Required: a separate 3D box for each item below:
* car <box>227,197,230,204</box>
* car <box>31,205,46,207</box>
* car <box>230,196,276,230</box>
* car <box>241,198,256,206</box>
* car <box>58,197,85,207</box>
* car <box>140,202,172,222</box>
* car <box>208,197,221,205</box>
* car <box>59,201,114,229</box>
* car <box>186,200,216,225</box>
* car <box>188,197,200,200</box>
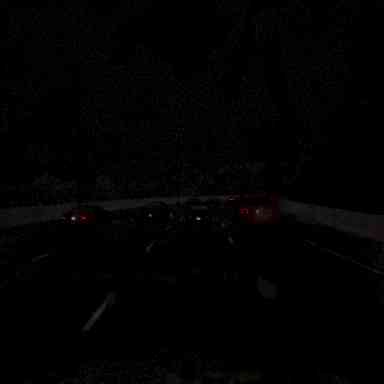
[{"bbox_3d":[7.899,1.551,62.202,2.128,1.511,4.902,0,0,18],"label":"car"},{"bbox_3d":[-23.551,1.600,52.821,2.033,1.411,5.357,0,0,12],"label":"car"},{"bbox_3d":[3.888,1.242,21.264,2.150,2.045,5.566,0,0,3],"label":"car"},{"bbox_3d":[9.762,1.655,56.990,1.895,1.301,4.718,0,0,17],"label":"car"},{"bbox_3d":[-19.638,1.563,54.329,1.837,1.490,4.892,0,0,13],"label":"car"},{"bbox_3d":[-2.762,1.503,26.295,1.882,1.535,5.008,0,0,5],"label":"car"},{"bbox_3d":[4.066,1.623,61.496,1.994,1.385,4.181,0,0,18],"label":"car"},{"bbox_3d":[-6.686,1.569,21.649,2.033,1.411,5.357,0,0,3],"label":"car"},{"bbox_3d":[0.589,1.549,23.954,1.812,1.442,4.674,0,0,4],"label":"car"},{"bbox_3d":[0.395,1.623,61.434,1.994,1.385,4.181,0,0,17],"label":"car"}]
